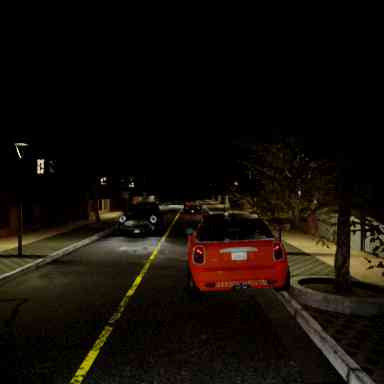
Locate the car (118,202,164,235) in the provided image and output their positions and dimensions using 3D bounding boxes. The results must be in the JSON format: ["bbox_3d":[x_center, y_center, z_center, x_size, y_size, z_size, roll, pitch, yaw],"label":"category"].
[{"bbox_3d":[-2.753,1.380,18.838,2.097,1.767,4.553,0,0,0],"label":"car"}]

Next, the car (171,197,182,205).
[{"bbox_3d":[-2.758,1.630,60.291,2.128,1.511,4.902,0,0,0],"label":"car"}]

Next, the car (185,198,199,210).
[{"bbox_3d":[0.049,1.614,45.559,1.812,1.442,4.674,0,0,1],"label":"car"}]

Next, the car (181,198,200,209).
[{"bbox_3d":[0.068,1.663,35.857,1.895,1.301,4.718,0,0,0],"label":"car"}]

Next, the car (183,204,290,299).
[{"bbox_3d":[0.920,1.312,8.642,2.097,1.767,4.553,-3,-1,0],"label":"car"}]
